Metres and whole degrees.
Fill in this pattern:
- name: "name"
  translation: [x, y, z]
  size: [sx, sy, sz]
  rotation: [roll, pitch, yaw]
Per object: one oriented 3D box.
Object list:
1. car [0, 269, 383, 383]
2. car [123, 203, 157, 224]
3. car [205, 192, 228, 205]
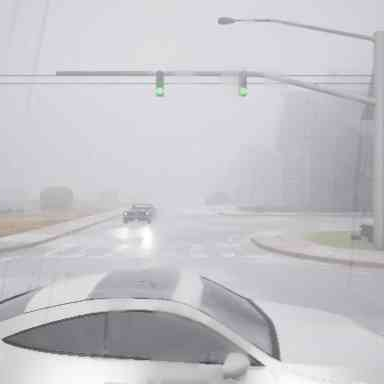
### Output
- name: "car"
  translation: [-0.235, 1.562, 3.259]
  size: [4.674, 1.442, 1.812]
  rotation: [0, 0, 1]
- name: "car"
  translation: [-3.695, 1.515, 24.171]
  size: [1.895, 1.301, 4.718]
  rotation: [0, 0, 0]
- name: "car"
  translation: [3.911, 0.974, 52.791]
  size: [1.905, 1.878, 3.866]
  rotation: [-8, 4, -43]
